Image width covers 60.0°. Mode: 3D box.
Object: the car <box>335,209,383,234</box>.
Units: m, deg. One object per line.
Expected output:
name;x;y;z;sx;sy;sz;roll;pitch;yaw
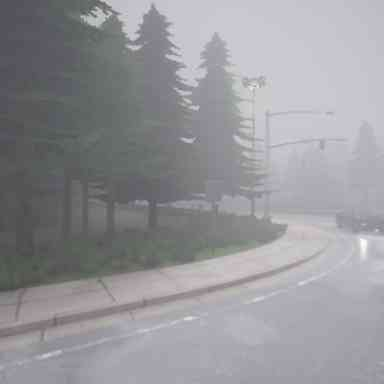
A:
car;10.668;1.774;21.169;2.033;1.411;5.357;0;0;8
